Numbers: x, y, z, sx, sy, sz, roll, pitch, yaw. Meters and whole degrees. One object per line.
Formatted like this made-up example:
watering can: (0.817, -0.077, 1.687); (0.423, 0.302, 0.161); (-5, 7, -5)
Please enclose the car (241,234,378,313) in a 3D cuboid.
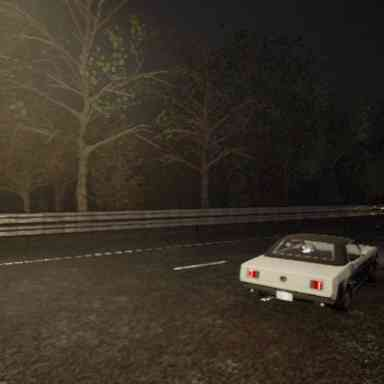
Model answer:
car: (3.099, 1.680, 7.969); (1.895, 1.301, 4.718); (0, 0, 38)
